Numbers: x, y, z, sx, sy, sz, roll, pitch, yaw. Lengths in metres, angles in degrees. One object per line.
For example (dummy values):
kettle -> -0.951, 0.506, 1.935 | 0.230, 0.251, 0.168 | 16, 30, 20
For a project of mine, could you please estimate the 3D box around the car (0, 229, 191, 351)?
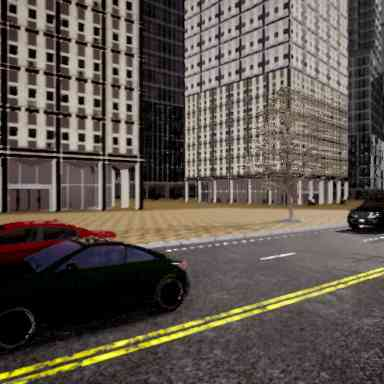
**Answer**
car -> -2.076, 1.575, 6.227 | 4.181, 1.385, 1.994 | 0, 0, -36

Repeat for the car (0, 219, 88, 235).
car -> -4.371, 1.488, 8.577 | 5.008, 1.535, 1.882 | 1, 0, -36

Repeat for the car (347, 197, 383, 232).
car -> 12.033, 1.317, 20.995 | 5.566, 2.045, 2.150 | 1, 0, -38
